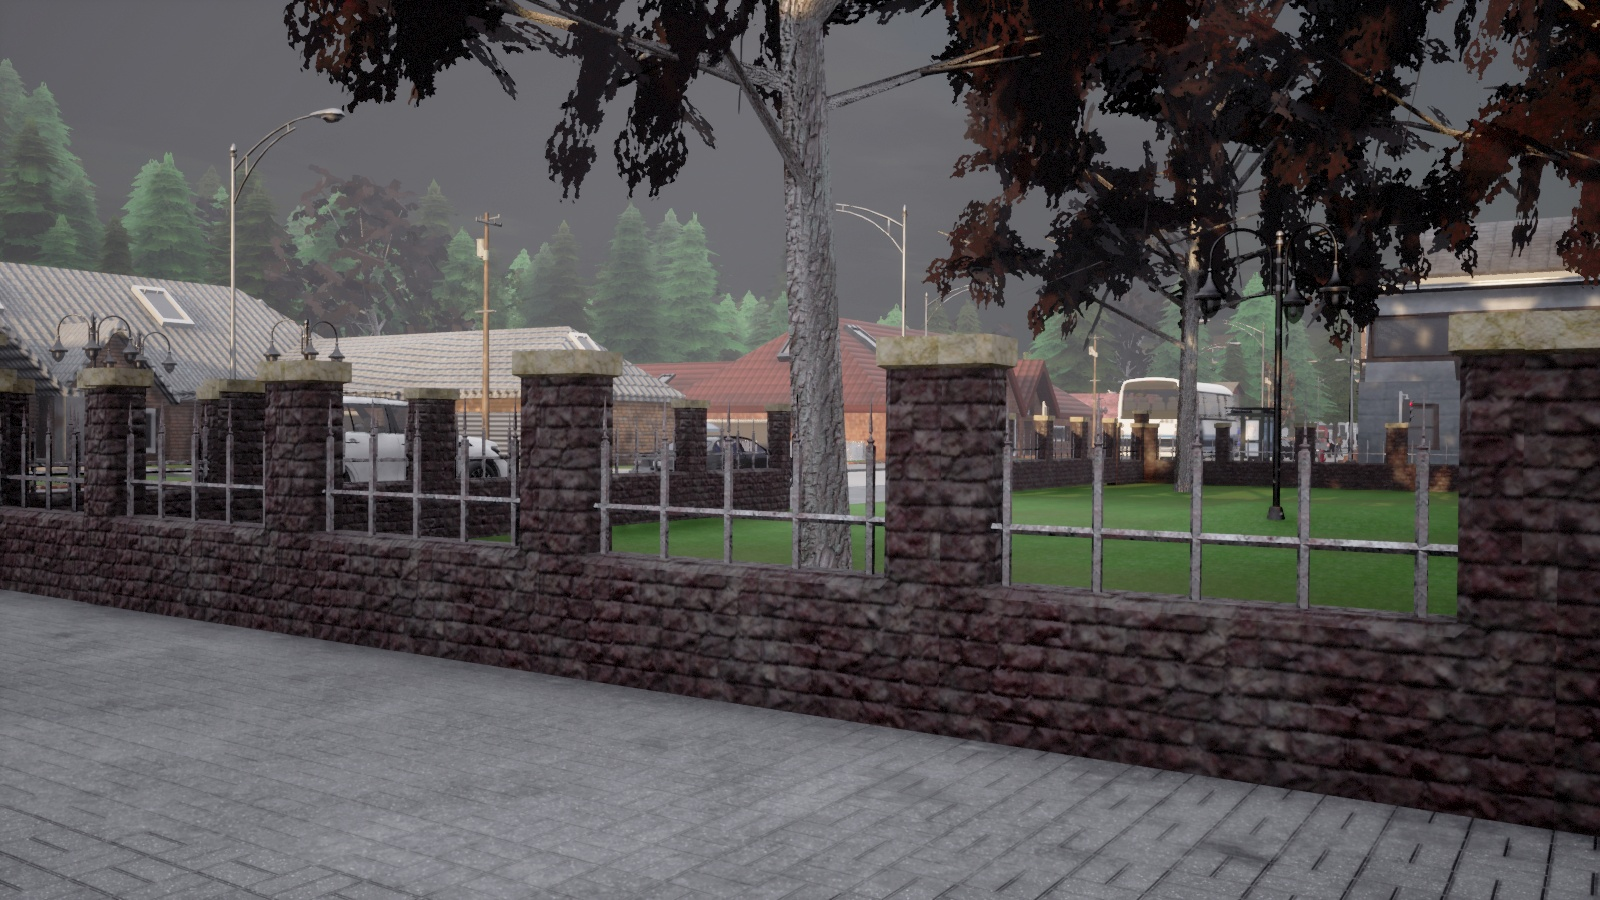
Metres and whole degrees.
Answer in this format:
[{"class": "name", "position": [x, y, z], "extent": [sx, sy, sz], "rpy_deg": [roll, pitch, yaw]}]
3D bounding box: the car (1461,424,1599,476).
[{"class": "car", "position": [23.066, -0.023, 38.337], "extent": [5.008, 1.535, 1.882], "rpy_deg": [0, 1, 30]}]

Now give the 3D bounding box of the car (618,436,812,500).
[{"class": "car", "position": [-1.944, 0.375, 30.879], "extent": [2.033, 1.411, 5.357], "rpy_deg": [0, 1, 31]}]

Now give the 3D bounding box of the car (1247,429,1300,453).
[{"class": "car", "position": [30.314, -0.592, 80.286], "extent": [2.033, 1.411, 5.357], "rpy_deg": [0, 1, 33]}]

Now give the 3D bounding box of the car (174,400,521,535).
[{"class": "car", "position": [-7.683, 0.219, 22.017], "extent": [2.150, 2.045, 5.566], "rpy_deg": [0, 1, 32]}]

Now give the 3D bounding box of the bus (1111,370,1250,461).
[{"class": "bus", "position": [19.576, -1.697, 64.073], "extent": [3.944, 4.253, 10.273], "rpy_deg": [0, 1, 34]}]

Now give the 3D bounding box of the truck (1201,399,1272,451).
[{"class": "truck", "position": [30.727, -1.733, 88.221], "extent": [2.891, 3.462, 7.936], "rpy_deg": [0, 1, 33]}]
